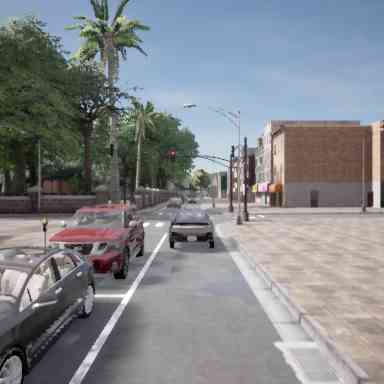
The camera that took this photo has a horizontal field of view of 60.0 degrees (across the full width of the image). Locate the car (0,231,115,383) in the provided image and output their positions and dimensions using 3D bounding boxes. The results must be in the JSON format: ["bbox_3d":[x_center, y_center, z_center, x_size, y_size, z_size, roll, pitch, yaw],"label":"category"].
[{"bbox_3d":[-2.638,1.550,4.665,2.008,1.369,4.403,0,0,0],"label":"car"}]

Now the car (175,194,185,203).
[{"bbox_3d":[-2.981,1.519,81.914,2.150,2.045,5.566,0,0,0],"label":"car"}]

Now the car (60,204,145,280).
[{"bbox_3d":[-2.639,1.317,10.129,2.192,1.841,5.009,0,0,0],"label":"car"}]

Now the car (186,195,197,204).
[{"bbox_3d":[0.000,1.815,67.001,1.895,1.301,4.718,0,0,0],"label":"car"}]

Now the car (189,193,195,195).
[{"bbox_3d":[0.000,1.355,82.839,2.150,2.045,5.566,0,0,0],"label":"car"}]

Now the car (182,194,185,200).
[{"bbox_3d":[-2.641,1.569,53.965,1.967,1.590,4.097,0,0,0],"label":"car"}]

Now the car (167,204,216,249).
[{"bbox_3d":[0.000,1.503,14.651,2.128,1.511,4.902,0,0,0],"label":"car"}]

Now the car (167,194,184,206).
[{"bbox_3d":[-2.642,1.543,48.277,1.967,1.590,4.097,0,0,0],"label":"car"}]
